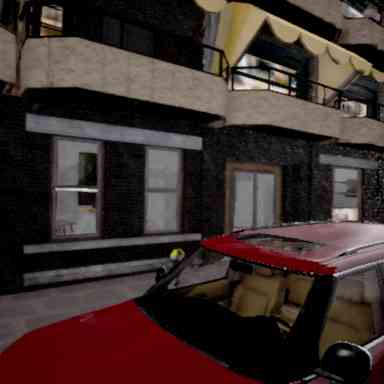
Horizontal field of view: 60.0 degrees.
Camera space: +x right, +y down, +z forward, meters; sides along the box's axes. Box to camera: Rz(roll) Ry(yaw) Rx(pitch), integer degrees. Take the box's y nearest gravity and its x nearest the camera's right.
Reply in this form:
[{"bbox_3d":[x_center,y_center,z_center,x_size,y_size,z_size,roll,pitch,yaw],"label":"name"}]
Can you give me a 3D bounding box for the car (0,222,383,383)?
[{"bbox_3d":[0.885,1.300,3.038,5.009,1.841,2.192,0,1,-35],"label":"car"}]
